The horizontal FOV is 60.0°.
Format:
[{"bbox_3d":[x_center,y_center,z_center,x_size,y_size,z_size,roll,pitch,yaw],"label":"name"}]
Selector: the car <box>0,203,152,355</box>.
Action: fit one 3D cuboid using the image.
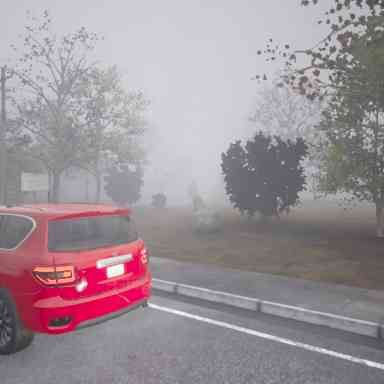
[{"bbox_3d":[-3.281,1.221,6.321,5.566,2.045,2.150,0,0,35],"label":"car"}]
